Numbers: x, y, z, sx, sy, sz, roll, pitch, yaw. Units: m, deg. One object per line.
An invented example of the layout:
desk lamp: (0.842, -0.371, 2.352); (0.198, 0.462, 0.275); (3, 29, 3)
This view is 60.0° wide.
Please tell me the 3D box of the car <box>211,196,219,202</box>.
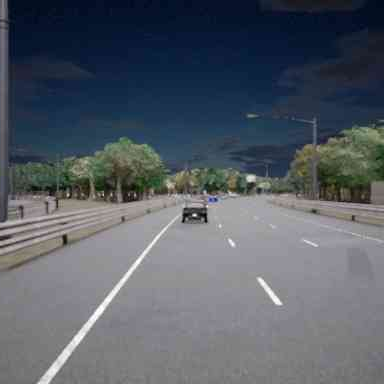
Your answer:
car: (5.037, 1.567, 75.808); (1.882, 1.535, 5.008); (0, 0, 10)

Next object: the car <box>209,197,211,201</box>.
car: (1.139, 1.575, 42.093); (1.812, 1.442, 4.674); (0, 0, 4)

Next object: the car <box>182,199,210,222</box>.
car: (0.282, 1.507, 26.413); (1.882, 1.535, 5.008); (0, 0, 2)
